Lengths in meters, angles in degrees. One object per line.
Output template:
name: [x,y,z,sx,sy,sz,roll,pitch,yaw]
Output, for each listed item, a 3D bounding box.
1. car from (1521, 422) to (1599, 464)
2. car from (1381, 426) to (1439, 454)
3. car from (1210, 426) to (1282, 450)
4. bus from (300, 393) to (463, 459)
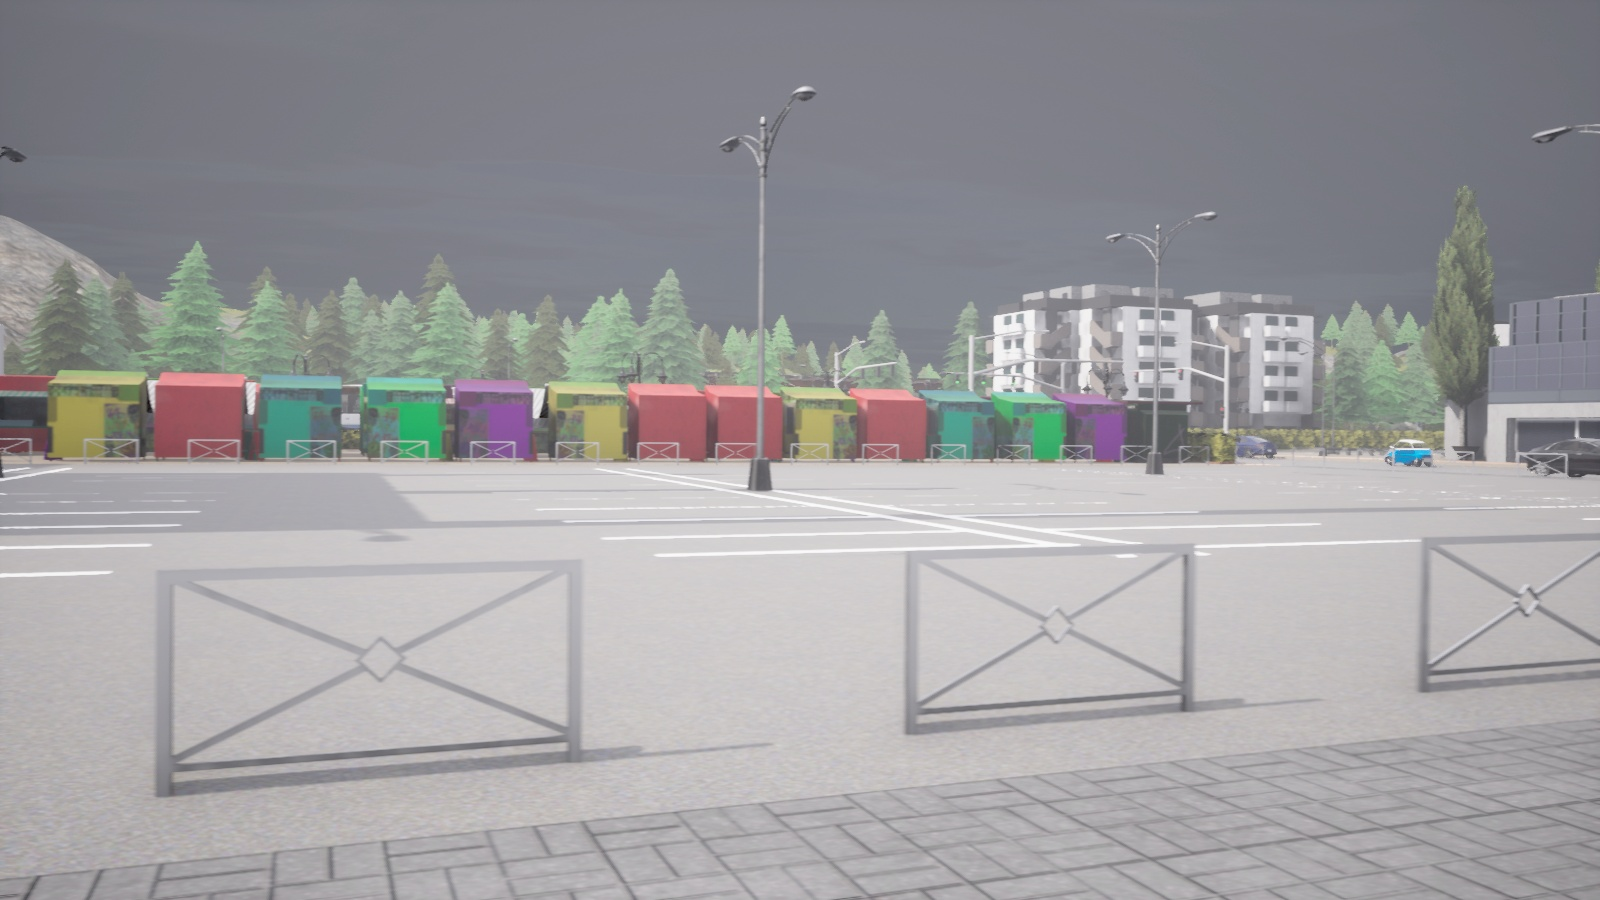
car: [29.298,-0.265,46.139,1.837,1.490,4.892,-1,1,-19]
car: [30.747,-0.511,63.352,1.481,1.376,2.207,-1,1,-19]
car: [28.520,-0.793,80.423,1.812,1.442,4.674,-1,1,-19]
bus: [-28.444,-1.662,85.479,10.273,4.253,3.944,-1,1,-21]
